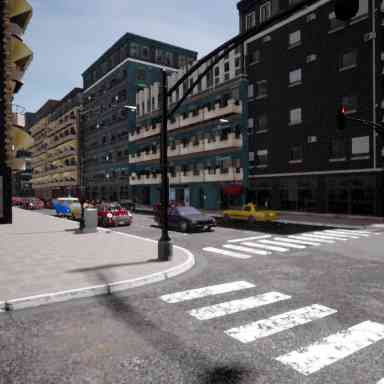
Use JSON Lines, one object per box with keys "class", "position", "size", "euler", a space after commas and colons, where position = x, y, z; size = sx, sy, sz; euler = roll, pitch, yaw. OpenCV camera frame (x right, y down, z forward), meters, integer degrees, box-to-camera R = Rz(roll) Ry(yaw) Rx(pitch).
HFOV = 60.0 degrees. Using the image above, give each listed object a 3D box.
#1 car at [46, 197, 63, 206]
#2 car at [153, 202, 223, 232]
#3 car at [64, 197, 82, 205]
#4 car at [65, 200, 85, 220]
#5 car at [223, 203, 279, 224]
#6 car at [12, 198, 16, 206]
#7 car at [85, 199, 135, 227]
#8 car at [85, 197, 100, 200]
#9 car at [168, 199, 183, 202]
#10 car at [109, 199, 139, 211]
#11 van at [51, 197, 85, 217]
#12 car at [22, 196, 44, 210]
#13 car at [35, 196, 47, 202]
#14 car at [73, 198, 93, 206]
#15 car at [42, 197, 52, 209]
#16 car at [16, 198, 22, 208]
{"class": "car", "position": [-25.392, 1.647, 61.174], "size": [1.837, 1.490, 4.892], "euler": [-1, 0, -36]}
{"class": "car", "position": [-0.615, 1.607, 21.081], "size": [2.033, 1.411, 5.357], "euler": [-1, 0, -32]}
{"class": "car", "position": [-21.587, 1.645, 60.307], "size": [2.008, 1.369, 4.403], "euler": [-1, 1, -36]}
{"class": "car", "position": [-8.987, 1.652, 28.286], "size": [1.752, 1.417, 4.829], "euler": [-1, 1, -36]}
{"class": "car", "position": [4.070, 1.497, 24.434], "size": [1.752, 1.417, 4.829], "euler": [-1, 1, -36]}
{"class": "car", "position": [-31.623, 1.782, 59.934], "size": [1.887, 1.381, 4.507], "euler": [-1, 1, -36]}
{"class": "car", "position": [-5.868, 1.552, 23.923], "size": [1.967, 1.590, 4.097], "euler": [-1, 1, -36]}
{"class": "car", "position": [-15.150, 1.501, 51.303], "size": [1.967, 1.590, 4.097], "euler": [-1, 1, -36]}
{"class": "car", "position": [-2.271, 1.440, 33.297], "size": [1.967, 1.590, 4.097], "euler": [-1, 1, -36]}
{"class": "car", "position": [-8.709, 1.581, 42.301], "size": [2.008, 1.369, 4.403], "euler": [-1, 1, -36]}
{"class": "van", "position": [-12.308, 1.483, 32.924], "size": [1.690, 1.788, 3.998], "euler": [-1, 1, -36]}
{"class": "car", "position": [-21.966, 1.628, 46.429], "size": [1.967, 1.590, 4.097], "euler": [-1, 1, -36]}
{"class": "car", "position": [-37.685, 1.728, 82.814], "size": [1.887, 1.381, 4.507], "euler": [-1, 1, -36]}
{"class": "car", "position": [-18.368, 1.643, 55.805], "size": [1.947, 1.339, 4.313], "euler": [-1, 1, -36]}
{"class": "car", "position": [-19.243, 1.692, 47.213], "size": [2.033, 1.411, 5.357], "euler": [-1, 0, -35]}
{"class": "car", "position": [-25.183, 1.770, 50.931], "size": [1.947, 1.339, 4.313], "euler": [-1, 1, -36]}
